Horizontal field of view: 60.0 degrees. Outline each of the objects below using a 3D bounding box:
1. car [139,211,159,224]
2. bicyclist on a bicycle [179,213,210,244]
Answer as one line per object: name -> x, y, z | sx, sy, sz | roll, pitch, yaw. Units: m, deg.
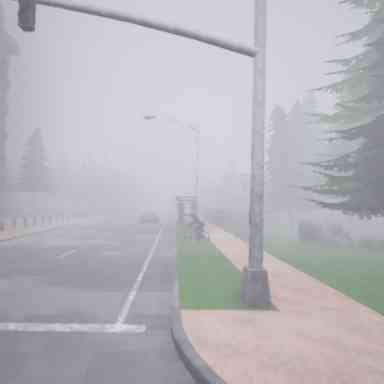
car -> -4.739, 2.770, 37.139 | 1.994, 1.385, 4.181 | 2, -2, -3
bicyclist on a bicycle -> 0.152, 1.945, 17.666 | 1.656, 1.620, 0.582 | 1, -2, -3
